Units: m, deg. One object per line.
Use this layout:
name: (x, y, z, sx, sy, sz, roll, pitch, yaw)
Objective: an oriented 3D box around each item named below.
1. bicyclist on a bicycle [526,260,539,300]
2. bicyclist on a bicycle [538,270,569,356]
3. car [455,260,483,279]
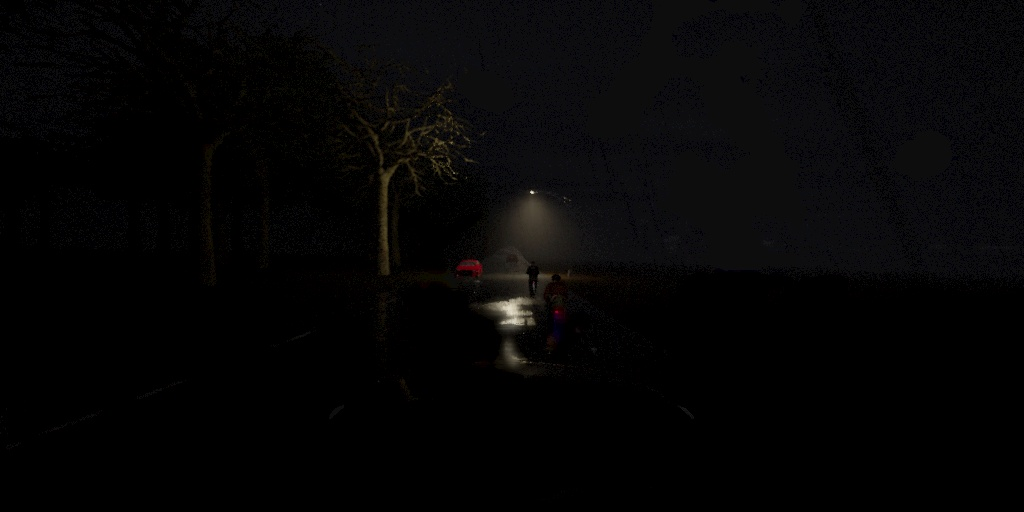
bicyclist on a bicycle: (0.968, 1.081, 16.625, 0.659, 1.776, 1.843, 0, 1, 0)
bicyclist on a bicycle: (0.965, 1.198, 7.686, 0.582, 1.620, 1.656, 0, 0, 0)
car: (-3.591, 1.076, 30.391, 1.882, 1.535, 5.008, 0, 1, 0)
